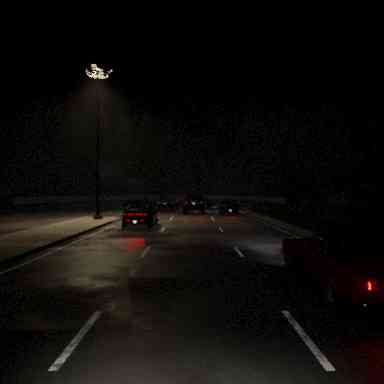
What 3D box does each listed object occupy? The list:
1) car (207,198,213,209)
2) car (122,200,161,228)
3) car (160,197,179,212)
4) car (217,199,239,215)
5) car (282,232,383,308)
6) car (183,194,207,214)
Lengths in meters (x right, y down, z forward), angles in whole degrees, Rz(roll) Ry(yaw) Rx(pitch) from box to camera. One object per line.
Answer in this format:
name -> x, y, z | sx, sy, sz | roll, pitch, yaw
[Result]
car -> 1.614, 1.492, 44.549 | 2.128, 1.511, 4.902 | 0, 0, 12
car -> -3.401, 1.505, 22.180 | 1.837, 1.490, 4.892 | 0, 0, 0
car -> -2.826, 1.352, 39.740 | 2.097, 1.767, 4.553 | 0, 0, 6
car -> 3.730, 1.503, 33.977 | 1.837, 1.490, 4.892 | 0, -1, 2
car -> 3.599, 1.601, 7.831 | 1.895, 1.301, 4.718 | 0, 0, 0
car -> 0.275, 1.222, 34.770 | 2.150, 2.045, 5.566 | 0, 0, 2
